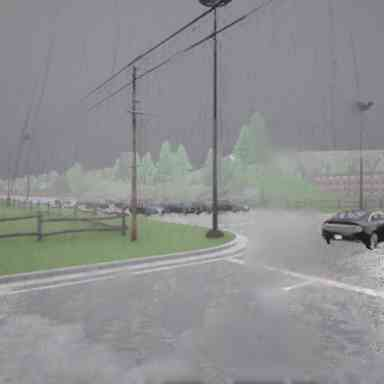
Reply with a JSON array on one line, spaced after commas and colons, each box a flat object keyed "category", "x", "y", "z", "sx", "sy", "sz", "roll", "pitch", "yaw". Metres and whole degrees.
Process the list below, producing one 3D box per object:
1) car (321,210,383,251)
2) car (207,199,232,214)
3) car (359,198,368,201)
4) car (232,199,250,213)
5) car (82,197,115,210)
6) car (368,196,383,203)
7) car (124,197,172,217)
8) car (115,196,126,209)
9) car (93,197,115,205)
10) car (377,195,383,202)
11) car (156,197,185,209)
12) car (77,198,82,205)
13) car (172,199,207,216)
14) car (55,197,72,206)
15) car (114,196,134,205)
[{"category": "car", "x": 7.447, "y": 1.517, "z": 14.371, "sx": 4.902, "sy": 1.511, "sz": 2.128, "roll": 0, "pitch": 0, "yaw": -41}, {"category": "car", "x": 1.472, "y": 1.595, "z": 36.012, "sx": 2.033, "sy": 1.411, "sz": 5.357, "roll": 0, "pitch": 0, "yaw": -36}, {"category": "car", "x": 41.489, "y": 1.618, "z": 75.567, "sx": 2.033, "sy": 1.411, "sz": 5.357, "roll": 0, "pitch": 0, "yaw": -18}, {"category": "car", "x": 4.439, "y": 1.544, "z": 37.887, "sx": 2.128, "sy": 1.511, "sz": 4.902, "roll": 0, "pitch": 0, "yaw": -36}, {"category": "car", "x": -12.205, "y": 1.522, "z": 42.975, "sx": 1.882, "sy": 1.535, "sz": 5.008, "roll": 0, "pitch": 0, "yaw": -36}, {"category": "car", "x": 39.112, "y": 1.646, "z": 68.646, "sx": 1.812, "sy": 1.442, "sz": 4.674, "roll": 0, "pitch": 0, "yaw": -7}, {"category": "car", "x": -4.337, "y": 1.529, "z": 32.102, "sx": 2.128, "sy": 1.511, "sz": 4.902, "roll": 0, "pitch": 0, "yaw": -36}, {"category": "car", "x": -8.854, "y": 1.553, "z": 44.317, "sx": 1.837, "sy": 1.490, "sz": 4.892, "roll": 0, "pitch": 0, "yaw": -36}, {"category": "car", "x": -15.903, "y": 1.611, "z": 60.171, "sx": 2.033, "sy": 1.411, "sz": 5.357, "roll": 0, "pitch": 0, "yaw": -36}, {"category": "car", "x": 45.007, "y": 1.550, "z": 75.921, "sx": 1.882, "sy": 1.535, "sz": 5.008, "roll": 0, "pitch": 0, "yaw": -14}, {"category": "car", "x": -3.164, "y": 1.564, "z": 48.406, "sx": 1.837, "sy": 1.490, "sz": 4.892, "roll": 0, "pitch": 0, "yaw": -36}, {"category": "car", "x": -18.597, "y": 1.623, "z": 57.922, "sx": 1.994, "sy": 1.385, "sz": 4.181, "roll": 0, "pitch": 0, "yaw": -35}, {"category": "car", "x": -0.935, "y": 1.643, "z": 33.367, "sx": 1.895, "sy": 1.301, "sz": 4.718, "roll": 0, "pitch": 0, "yaw": -36}, {"category": "car", "x": -21.979, "y": 1.583, "z": 56.635, "sx": 1.837, "sy": 1.490, "sz": 4.892, "roll": 0, "pitch": 0, "yaw": -36}, {"category": "car", "x": -12.721, "y": 1.576, "z": 61.734, "sx": 1.837, "sy": 1.490, "sz": 4.892, "roll": 0, "pitch": -1, "yaw": -36}]
